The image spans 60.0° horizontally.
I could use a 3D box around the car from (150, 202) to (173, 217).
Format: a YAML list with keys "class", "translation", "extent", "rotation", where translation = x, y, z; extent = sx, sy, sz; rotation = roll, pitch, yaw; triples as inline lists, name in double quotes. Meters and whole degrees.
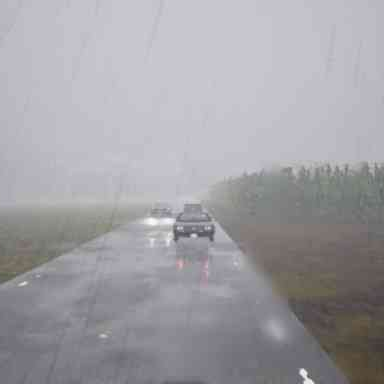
- class: "car"
  translation: [-2.837, 1.628, 31.882]
  extent: [1.895, 1.301, 4.718]
  rotation: [0, 0, 0]

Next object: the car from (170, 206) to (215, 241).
- class: "car"
  translation: [0.089, 1.613, 16.768]
  extent: [1.895, 1.301, 4.718]
  rotation: [0, 0, 0]

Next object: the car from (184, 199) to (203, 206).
- class: "car"
  translation: [0.122, 1.509, 35.015]
  extent: [1.882, 1.535, 5.008]
  rotation: [0, 0, 0]

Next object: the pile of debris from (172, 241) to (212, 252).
- class: "pile of debris"
  translation: [0.004, 2.184, 13.344]
  extent: [1.500, 0.140, 1.860]
  rotation: [0, 0, 0]
